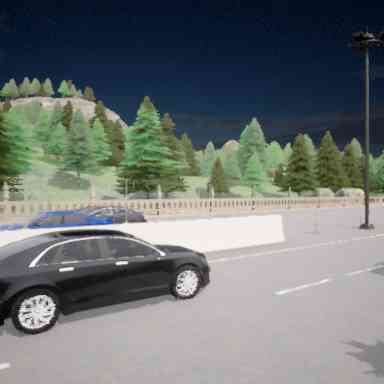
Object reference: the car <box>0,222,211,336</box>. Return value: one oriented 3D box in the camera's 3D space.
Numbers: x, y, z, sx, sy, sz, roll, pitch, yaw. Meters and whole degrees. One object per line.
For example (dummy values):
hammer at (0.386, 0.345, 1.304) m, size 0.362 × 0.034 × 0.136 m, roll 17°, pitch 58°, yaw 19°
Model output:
car at (-1.819, 1.507, 6.747) m, size 4.892 × 1.490 × 1.837 m, roll 0°, pitch 0°, yaw -35°

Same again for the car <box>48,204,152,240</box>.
car at (-4.834, 1.499, 17.741) m, size 4.902 × 1.511 × 2.128 m, roll 0°, pitch 0°, yaw -36°

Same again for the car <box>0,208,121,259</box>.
car at (-5.510, 1.481, 12.959) m, size 5.008 × 1.535 × 1.882 m, roll 0°, pitch 0°, yaw -35°
